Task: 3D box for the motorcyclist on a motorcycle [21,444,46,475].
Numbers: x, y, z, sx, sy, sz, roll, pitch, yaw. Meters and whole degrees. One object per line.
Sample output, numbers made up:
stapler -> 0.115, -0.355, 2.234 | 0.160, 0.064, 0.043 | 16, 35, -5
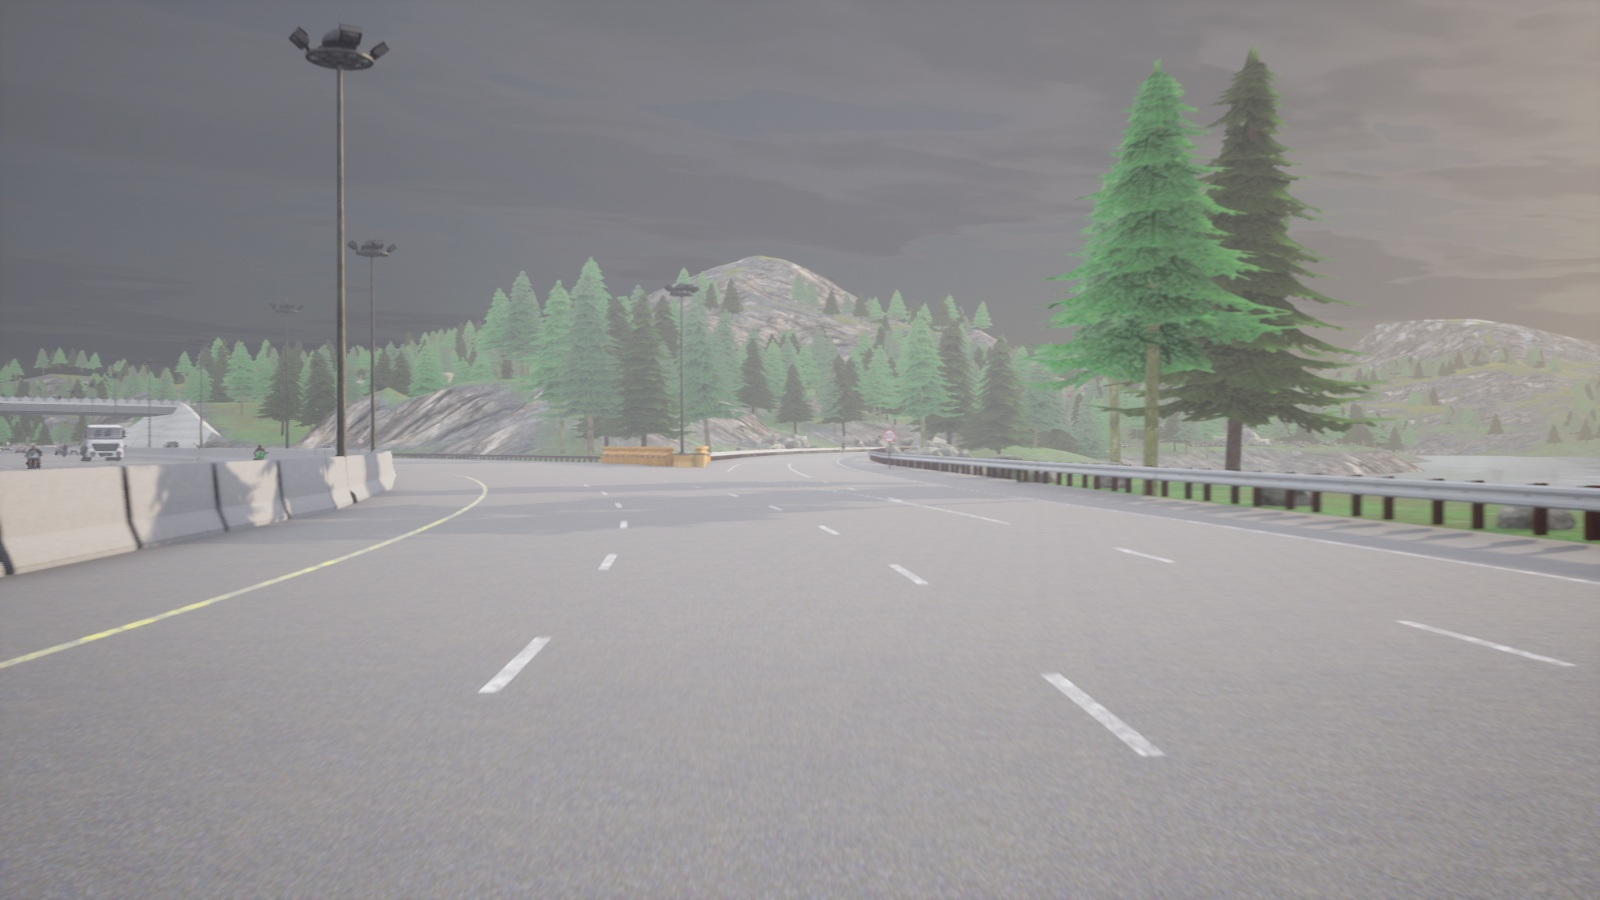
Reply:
motorcyclist on a motorcycle -> -38.935, 0.483, 63.796 | 0.866, 1.530, 2.191 | -1, 1, -26
